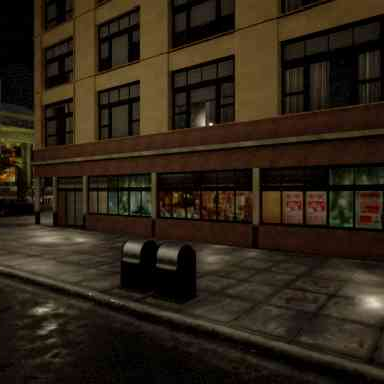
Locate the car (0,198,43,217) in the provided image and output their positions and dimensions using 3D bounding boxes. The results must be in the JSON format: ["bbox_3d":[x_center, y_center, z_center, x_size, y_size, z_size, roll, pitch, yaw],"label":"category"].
[{"bbox_3d":[-16.575,1.351,31.444,2.097,1.767,4.553,0,0,36],"label":"car"}]
